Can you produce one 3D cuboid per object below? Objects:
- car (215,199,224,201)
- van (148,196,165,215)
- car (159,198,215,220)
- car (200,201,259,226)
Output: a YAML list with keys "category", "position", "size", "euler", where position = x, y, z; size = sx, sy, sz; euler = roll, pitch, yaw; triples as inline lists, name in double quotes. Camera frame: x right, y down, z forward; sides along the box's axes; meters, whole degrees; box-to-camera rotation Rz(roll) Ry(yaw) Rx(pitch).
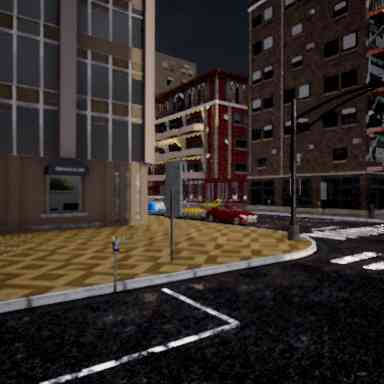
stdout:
- category: "car"
  position: [2.803, 1.480, 37.168]
  size: [1.752, 1.417, 4.829]
  euler: [0, 0, -36]
- category: "van"
  position: [-3.907, 1.261, 32.148]
  size: [1.690, 1.788, 3.998]
  euler: [0, 0, -36]
- category: "car"
  position: [-0.509, 1.454, 27.406]
  size: [1.752, 1.417, 4.829]
  euler: [0, 0, -36]
- category: "car"
  position: [2.691, 1.521, 22.942]
  size: [1.802, 1.307, 4.206]
  euler: [0, 0, -36]
